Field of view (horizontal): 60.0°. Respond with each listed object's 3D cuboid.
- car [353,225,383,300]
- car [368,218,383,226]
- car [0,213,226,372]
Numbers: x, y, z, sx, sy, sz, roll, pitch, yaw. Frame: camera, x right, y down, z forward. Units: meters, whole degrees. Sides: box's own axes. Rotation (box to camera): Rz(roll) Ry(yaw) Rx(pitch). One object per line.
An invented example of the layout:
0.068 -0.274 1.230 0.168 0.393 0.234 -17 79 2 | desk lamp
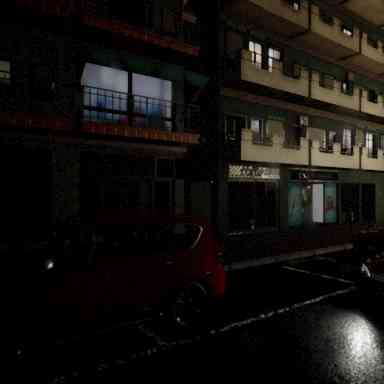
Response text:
5.510 1.526 7.293 4.674 1.442 1.812 0 0 -35 | car
7.526 1.548 11.905 4.507 1.381 1.887 0 0 -35 | car
-1.704 1.315 5.345 5.009 1.841 2.192 0 0 -35 | car
